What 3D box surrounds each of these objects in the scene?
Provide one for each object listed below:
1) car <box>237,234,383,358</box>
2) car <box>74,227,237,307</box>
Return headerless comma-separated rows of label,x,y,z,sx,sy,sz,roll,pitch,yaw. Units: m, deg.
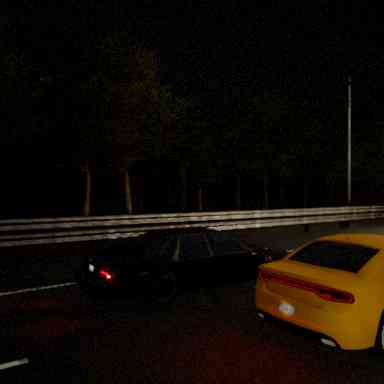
car,3.361,1.520,6.150,5.008,1.535,1.882,0,0,-35
car,0.036,1.579,8.075,5.357,1.411,2.033,0,0,-36
